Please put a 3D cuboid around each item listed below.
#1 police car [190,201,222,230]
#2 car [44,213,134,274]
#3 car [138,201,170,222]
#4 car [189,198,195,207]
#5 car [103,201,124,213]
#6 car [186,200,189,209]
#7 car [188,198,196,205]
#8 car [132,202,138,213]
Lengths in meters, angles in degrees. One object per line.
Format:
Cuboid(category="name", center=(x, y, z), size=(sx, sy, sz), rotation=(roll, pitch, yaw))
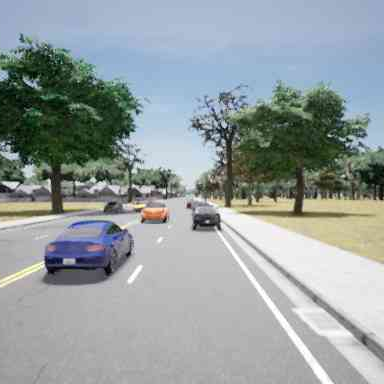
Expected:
Cuboid(category="police car", center=(0.974, 1.676, 23.442), size=(1.930, 1.638, 5.238), rotation=(0, -1, 0))
Cuboid(category="car", center=(-3.149, 1.642, 10.825), size=(1.812, 1.442, 4.674), rotation=(0, -1, 0))
Cuboid(category="car", center=(-3.150, 1.668, 29.504), size=(2.097, 1.767, 4.553), rotation=(0, -1, 0))
Cuboid(category="car", center=(0.973, 1.778, 39.303), size=(2.097, 1.767, 4.553), rotation=(0, -1, 0))
Cuboid(category="car", center=(-9.840, 1.961, 41.901), size=(1.837, 1.490, 4.892), rotation=(0, -1, 0))
Cuboid(category="car", center=(-0.002, 2.125, 58.154), size=(1.882, 1.535, 5.008), rotation=(0, -1, 0))
Cuboid(category="car", center=(-0.002, 2.163, 76.941), size=(1.882, 1.535, 5.008), rotation=(0, -1, 0))
Cuboid(category="car", center=(-6.588, 1.949, 43.239), size=(1.882, 1.535, 5.008), rotation=(0, -1, 0))
